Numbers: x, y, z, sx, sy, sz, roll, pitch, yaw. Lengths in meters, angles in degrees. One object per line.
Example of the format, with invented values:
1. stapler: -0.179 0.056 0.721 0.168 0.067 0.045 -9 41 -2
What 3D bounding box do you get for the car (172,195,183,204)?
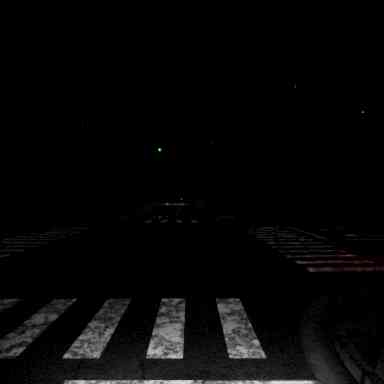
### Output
1. car: -2.987 1.496 69.271 2.097 1.767 4.553 0 0 0
